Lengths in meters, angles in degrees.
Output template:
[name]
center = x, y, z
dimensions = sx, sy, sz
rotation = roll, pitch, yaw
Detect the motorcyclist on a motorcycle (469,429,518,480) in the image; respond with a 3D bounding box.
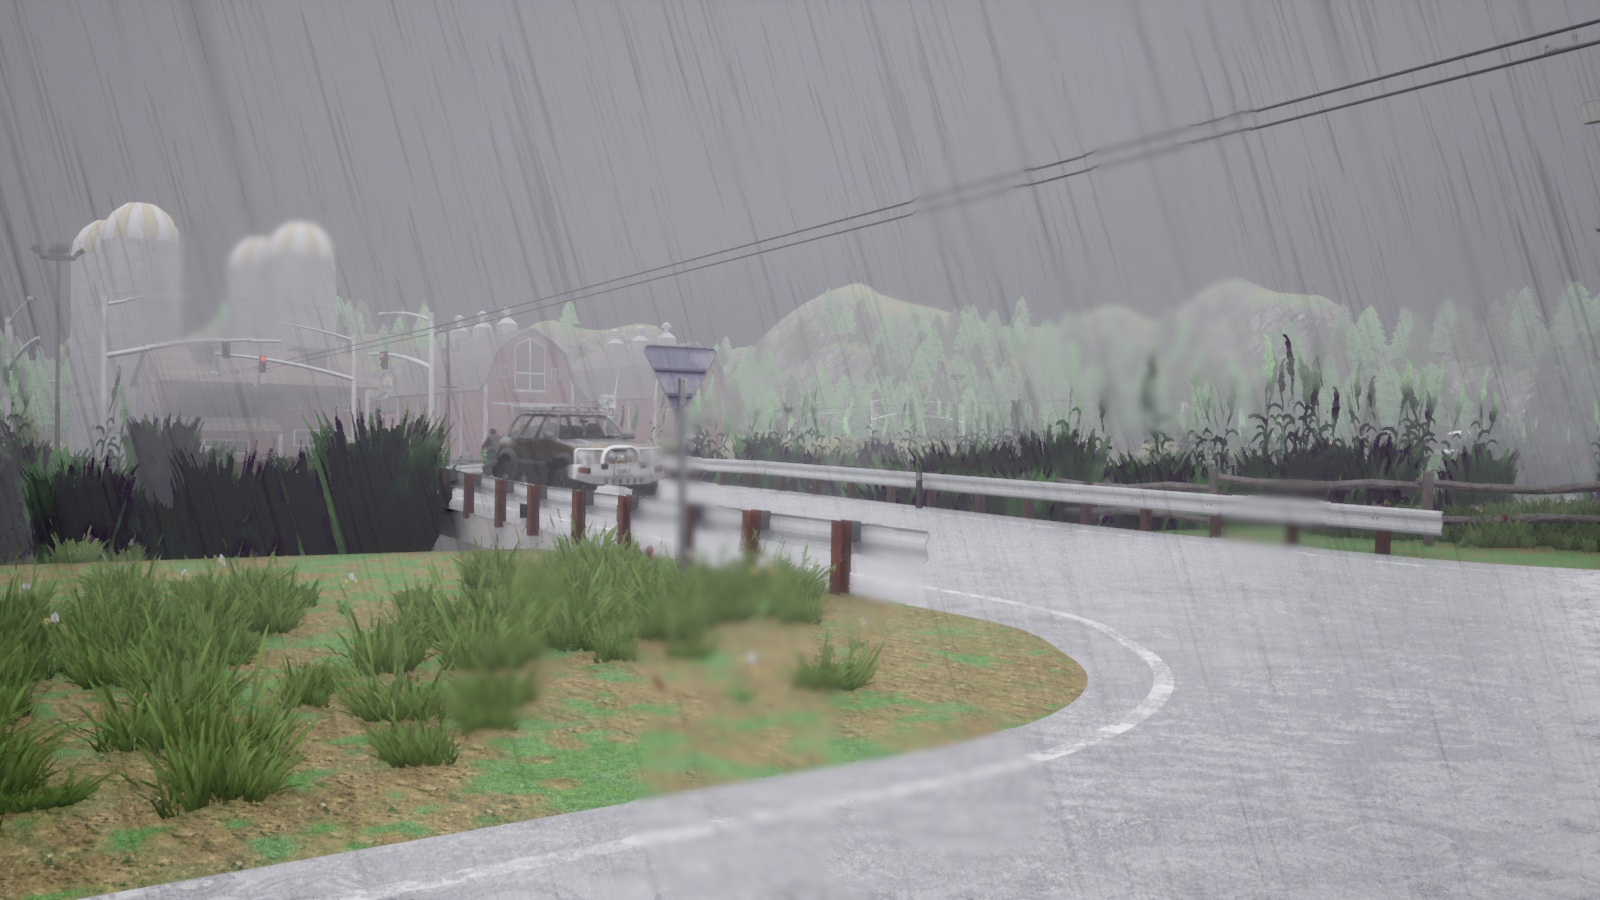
[motorcyclist on a motorcycle]
center = -9.421, 0.138, 38.592
dimensions = 0.797, 1.523, 2.044
rotation = 0, -1, -34

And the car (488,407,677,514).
[car]
center = -4.339, 0.115, 24.448
dimensions = 1.932, 1.855, 4.605
rotation = 0, 2, -33
